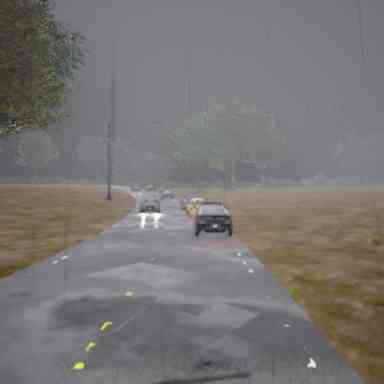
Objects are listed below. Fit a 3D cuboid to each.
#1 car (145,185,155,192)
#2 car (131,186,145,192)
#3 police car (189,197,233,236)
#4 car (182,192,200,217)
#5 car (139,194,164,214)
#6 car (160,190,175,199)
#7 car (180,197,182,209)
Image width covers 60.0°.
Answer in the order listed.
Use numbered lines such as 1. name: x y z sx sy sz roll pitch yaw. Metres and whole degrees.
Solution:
1. car: -9.384 -0.801 73.612 1.837 1.490 4.892 0 3 -19
2. car: -12.273 -0.699 72.568 2.033 1.411 5.357 0 3 -18
3. police car: 1.016 1.345 18.078 1.930 1.638 5.238 0 1 -2
4. car: 0.444 1.176 28.246 1.801 1.575 5.366 -2 2 -4
5. car: -3.895 1.220 31.329 1.994 1.385 4.181 0 2 -6
6. car: -3.973 0.372 52.963 1.812 1.442 4.674 0 3 -13
7. car: -0.092 0.891 34.075 2.097 1.767 4.553 -1 1 -6
